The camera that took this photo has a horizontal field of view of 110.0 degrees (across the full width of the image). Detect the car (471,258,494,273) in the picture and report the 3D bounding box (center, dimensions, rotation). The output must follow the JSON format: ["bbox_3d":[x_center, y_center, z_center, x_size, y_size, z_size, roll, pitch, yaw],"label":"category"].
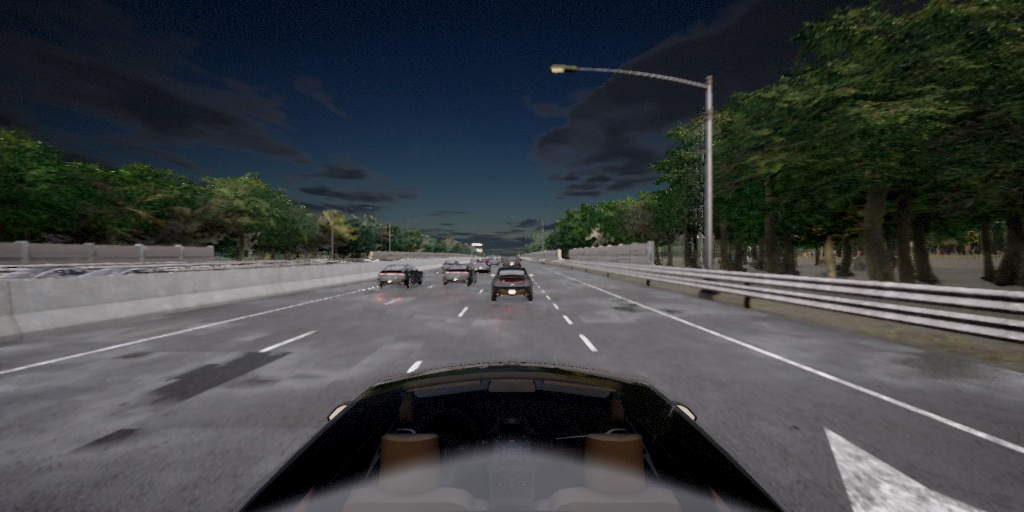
[{"bbox_3d":[-3.490,1.297,41.840,1.994,1.385,4.181,0,0,0],"label":"car"}]

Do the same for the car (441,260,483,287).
[{"bbox_3d":[-3.494,1.246,24.768,2.128,1.511,4.902,0,0,0],"label":"car"}]

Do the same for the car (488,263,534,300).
[{"bbox_3d":[0.004,1.264,17.568,1.837,1.490,4.892,0,0,0],"label":"car"}]

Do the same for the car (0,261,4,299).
[{"bbox_3d":[-24.589,1.110,14.343,2.097,1.767,4.553,0,0,0],"label":"car"}]

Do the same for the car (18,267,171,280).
[{"bbox_3d":[-17.588,1.250,16.056,2.128,1.511,4.902,0,0,0],"label":"car"}]

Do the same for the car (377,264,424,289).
[{"bbox_3d":[-6.993,1.248,22.970,2.128,1.511,4.902,0,0,0],"label":"car"}]

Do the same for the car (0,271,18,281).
[{"bbox_3d":[-21.086,1.250,16.152,2.128,1.511,4.902,0,0,0],"label":"car"}]

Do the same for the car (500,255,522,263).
[{"bbox_3d":[0.008,0.955,41.914,2.150,2.045,5.566,0,0,0],"label":"car"}]
